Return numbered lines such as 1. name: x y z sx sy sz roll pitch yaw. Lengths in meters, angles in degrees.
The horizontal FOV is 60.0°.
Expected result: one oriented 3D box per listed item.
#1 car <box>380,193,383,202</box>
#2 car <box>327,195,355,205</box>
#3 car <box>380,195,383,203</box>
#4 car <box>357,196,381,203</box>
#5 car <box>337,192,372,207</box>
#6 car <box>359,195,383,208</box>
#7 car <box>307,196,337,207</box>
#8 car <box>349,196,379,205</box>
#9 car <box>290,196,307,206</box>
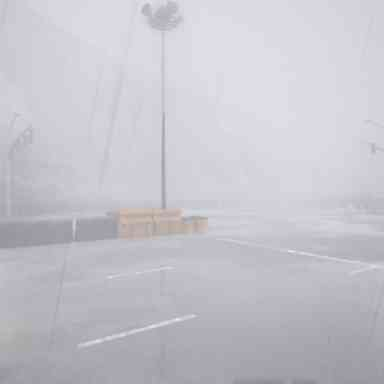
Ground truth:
1. car: 40.298 1.063 67.226 4.553 1.767 2.097 0 0 -36
2. car: 25.387 1.280 56.564 4.902 1.511 2.128 0 0 -35
3. car: 35.886 1.248 59.690 4.892 1.490 1.837 0 0 -36
4. car: 32.958 1.343 61.898 4.718 1.301 1.895 0 0 -36
5. car: 23.070 1.044 46.326 5.566 2.045 2.150 0 0 -36
6. car: 23.805 1.431 42.550 4.718 1.301 1.895 0 0 -36
7. car: 19.431 1.323 48.025 4.902 1.511 2.128 0 0 -36
8. car: 28.027 1.333 54.149 5.357 1.411 2.033 0 0 -35
9. car: 16.929 1.360 50.540 4.674 1.442 1.812 0 0 -35
